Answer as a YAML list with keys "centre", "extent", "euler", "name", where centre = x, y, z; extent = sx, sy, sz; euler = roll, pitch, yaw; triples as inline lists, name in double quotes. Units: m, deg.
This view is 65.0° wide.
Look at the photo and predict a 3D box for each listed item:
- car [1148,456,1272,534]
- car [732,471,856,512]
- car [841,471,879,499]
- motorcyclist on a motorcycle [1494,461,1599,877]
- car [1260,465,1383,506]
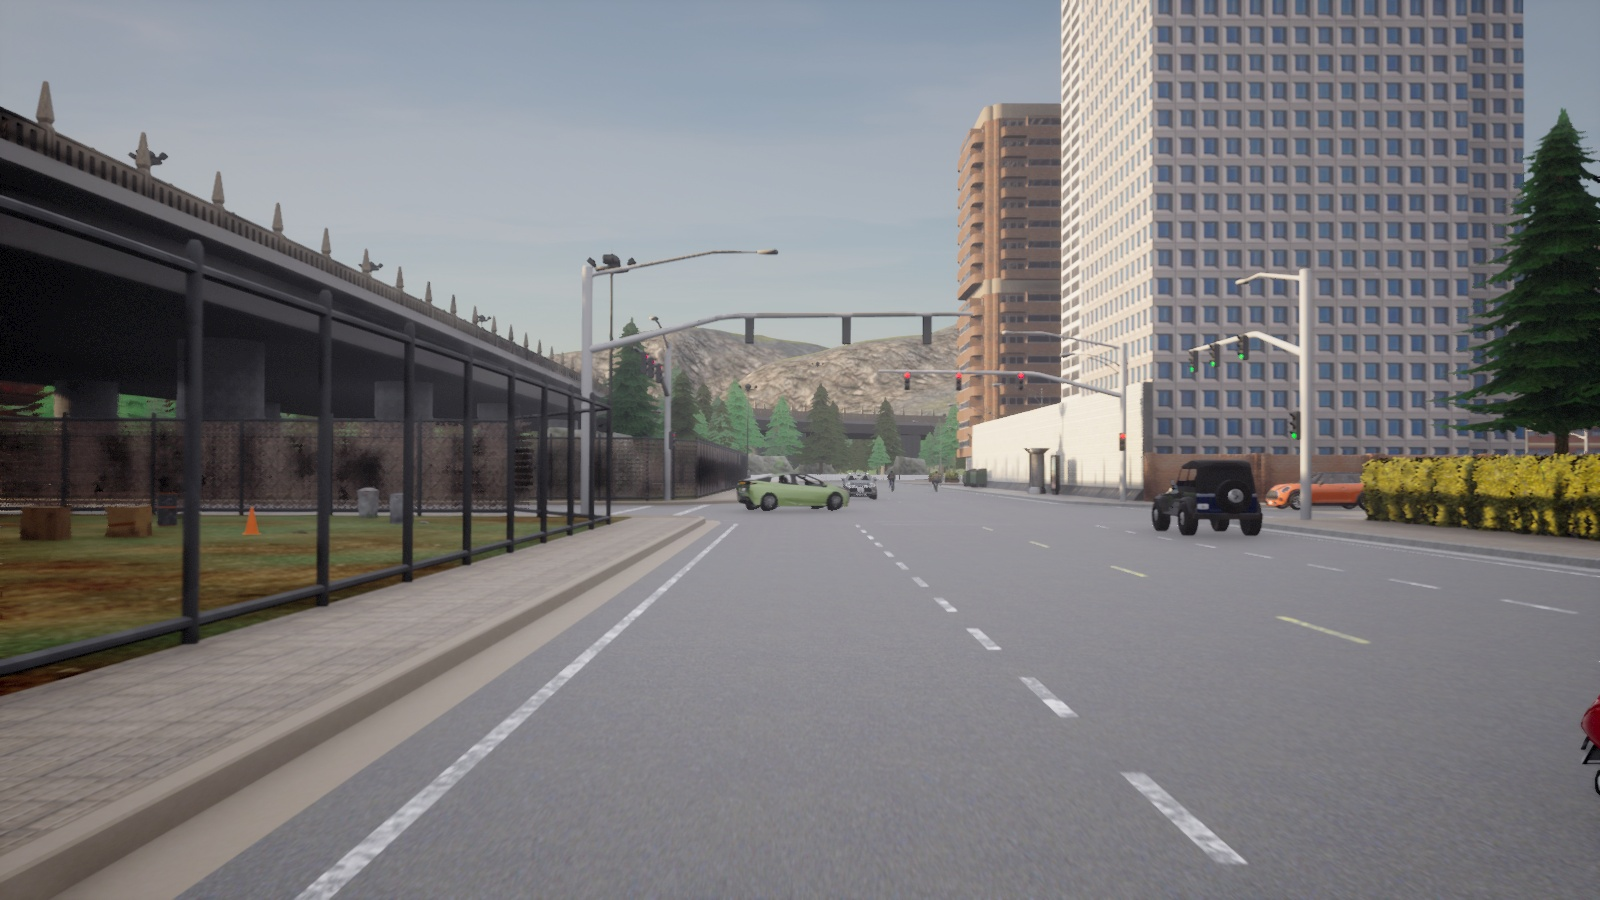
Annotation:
- centre: [10.419, 1.108, 32.220]
  extent: [1.905, 1.878, 3.866]
  euler: [0, -1, 0]
  name: "car"
- centre: [-0.228, 1.625, 50.091]
  extent: [4.514, 1.525, 2.007]
  euler: [0, -1, -25]
  name: "car"
- centre: [3.327, 1.949, 70.639]
  extent: [1.970, 1.475, 3.806]
  euler: [0, -1, 0]
  name: "car"
- centre: [3.488, 0.831, 4.601]
  extent: [0.866, 1.590, 1.817]
  euler: [0, -1, 0]
  name: "motorcyclist on a motorcycle"
- centre: [22.912, 1.562, 55.281]
  extent: [4.553, 1.767, 2.097]
  euler: [0, -1, 0]
  name: "car"
